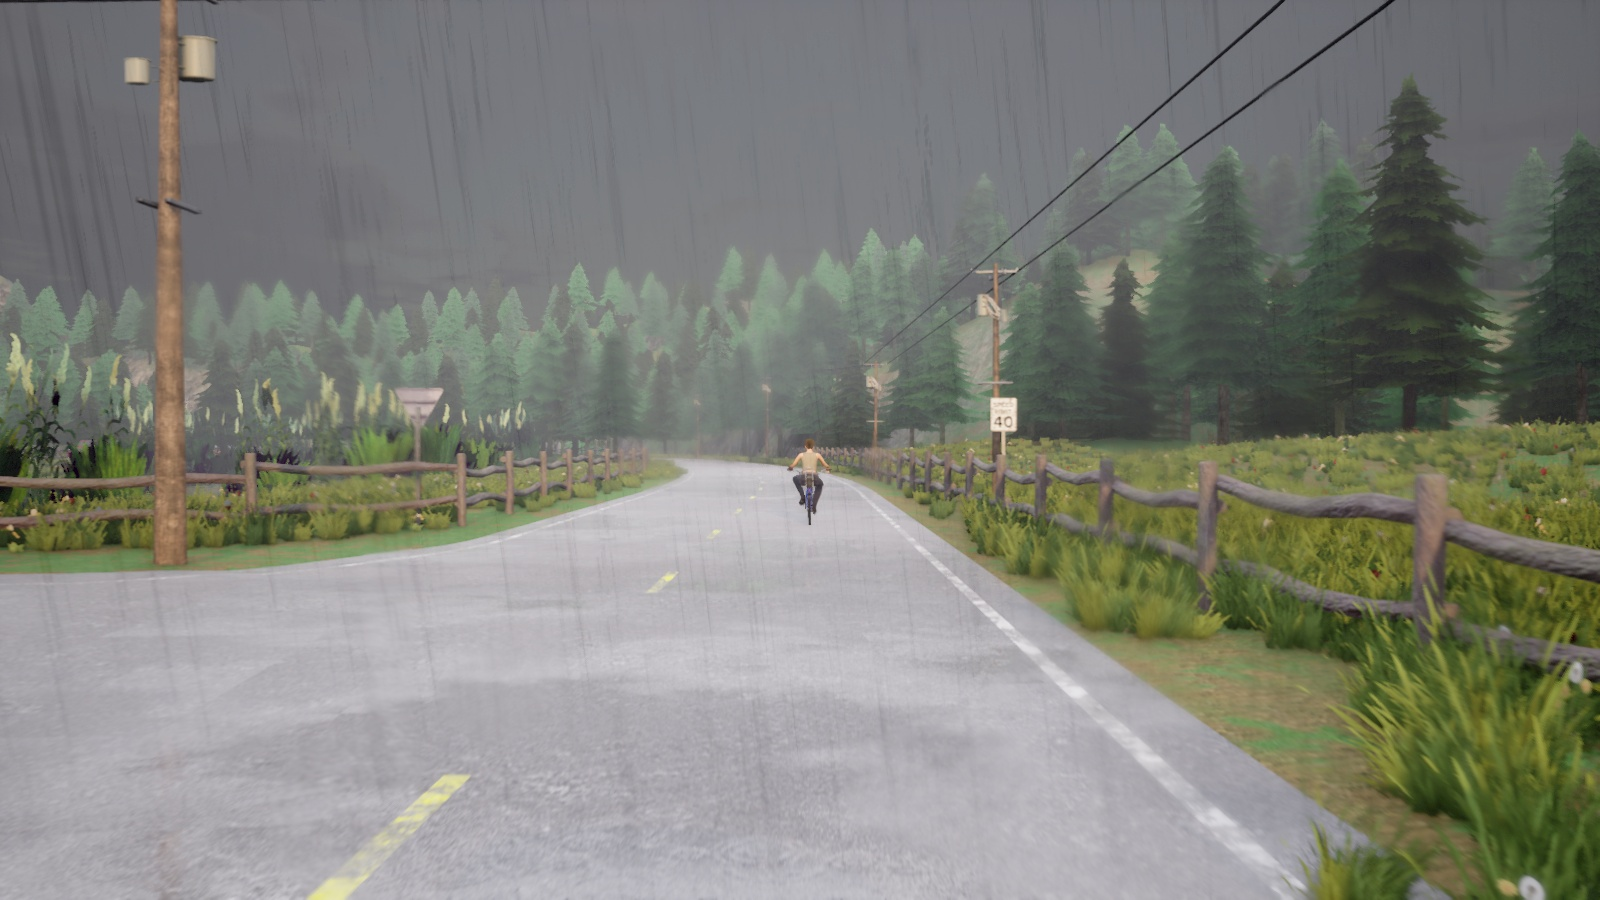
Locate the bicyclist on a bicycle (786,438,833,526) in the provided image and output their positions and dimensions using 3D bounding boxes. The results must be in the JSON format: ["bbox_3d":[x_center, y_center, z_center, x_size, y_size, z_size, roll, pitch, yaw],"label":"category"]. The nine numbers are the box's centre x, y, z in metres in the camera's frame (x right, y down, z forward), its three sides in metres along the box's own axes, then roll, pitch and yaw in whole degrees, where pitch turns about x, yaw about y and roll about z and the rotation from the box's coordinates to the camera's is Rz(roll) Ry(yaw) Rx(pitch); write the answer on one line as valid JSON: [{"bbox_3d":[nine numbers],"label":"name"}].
[{"bbox_3d":[0.176,0.587,23.878,0.866,1.612,1.509,0,0,0],"label":"bicyclist on a bicycle"}]
